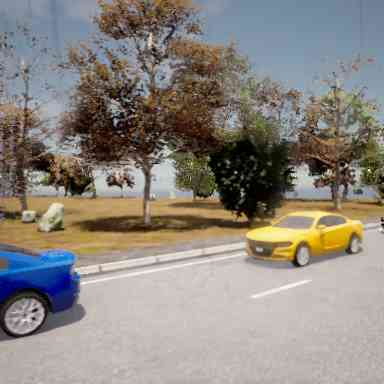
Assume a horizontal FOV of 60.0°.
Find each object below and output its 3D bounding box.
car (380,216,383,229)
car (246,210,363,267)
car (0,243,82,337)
[{"bbox_3d":[11.883,1.441,17.598,4.718,1.301,1.895,-1,0,-38],"label":"car"},{"bbox_3d":[3.985,1.424,11.483,5.008,1.535,1.882,-1,0,-38],"label":"car"},{"bbox_3d":[-4.354,1.558,5.193,5.008,1.535,1.882,-1,0,-35],"label":"car"}]
